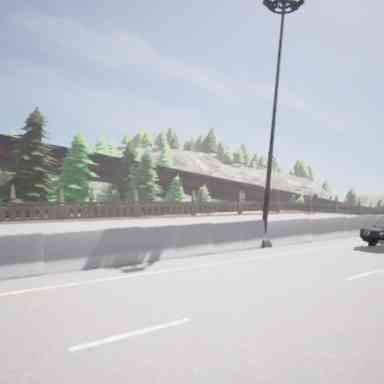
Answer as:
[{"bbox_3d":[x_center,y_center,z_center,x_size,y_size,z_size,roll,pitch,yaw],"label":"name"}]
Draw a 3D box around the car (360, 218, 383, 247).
[{"bbox_3d":[9.703,1.827,15.078,4.718,1.301,1.895,1,-1,-35],"label":"car"}]
